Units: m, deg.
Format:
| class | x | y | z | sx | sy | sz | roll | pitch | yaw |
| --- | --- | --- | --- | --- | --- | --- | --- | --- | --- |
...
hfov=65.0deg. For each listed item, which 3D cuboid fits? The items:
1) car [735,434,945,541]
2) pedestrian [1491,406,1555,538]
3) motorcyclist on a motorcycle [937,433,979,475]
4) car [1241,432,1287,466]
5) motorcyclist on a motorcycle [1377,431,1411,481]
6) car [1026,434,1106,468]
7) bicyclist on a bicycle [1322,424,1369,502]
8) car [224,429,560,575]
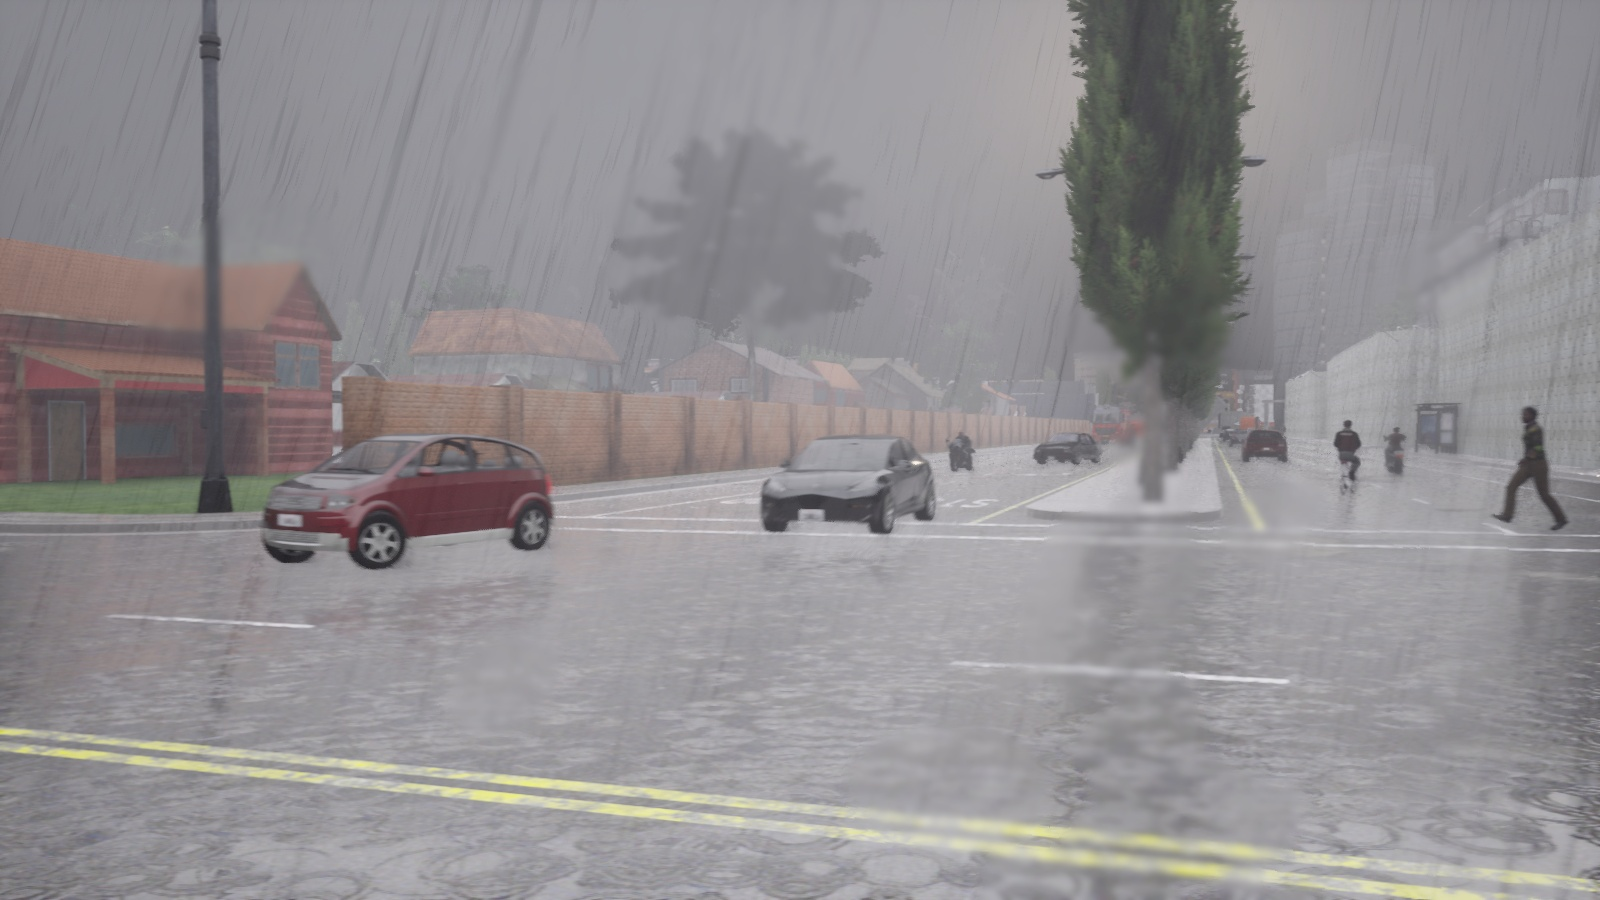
| class | x | y | z | sx | sy | sz | roll | pitch | yaw |
| --- | --- | --- | --- | --- | --- | --- | --- | --- | --- |
| car | 0.810 | 0.502 | 20.452 | 2.163 | 1.488 | 4.792 | 1 | 1 | 18 |
| pedestrian | 10.674 | 0.315 | 18.547 | 0.692 | 1.930 | 0.395 | 0 | 1 | 7 |
| motorcyclist on a motorcycle | 5.904 | 0.135 | 46.762 | 0.866 | 1.530 | 2.191 | 1 | 1 | 26 |
| car | 22.203 | -0.077 | 60.258 | 1.882 | 1.535 | 5.008 | 1 | 1 | 18 |
| motorcyclist on a motorcycle | 20.112 | 0.171 | 42.555 | 0.766 | 1.649 | 2.350 | 1 | 1 | 18 |
| car | 12.122 | 0.008 | 56.952 | 2.033 | 1.411 | 5.357 | 1 | 1 | 29 |
| bicyclist on a bicycle | 12.855 | 0.272 | 29.554 | 0.659 | 1.776 | 1.843 | 1 | 1 | 35 |
| car | -4.930 | 0.536 | 15.640 | 1.789 | 1.549 | 3.705 | 2 | 1 | 31 |
